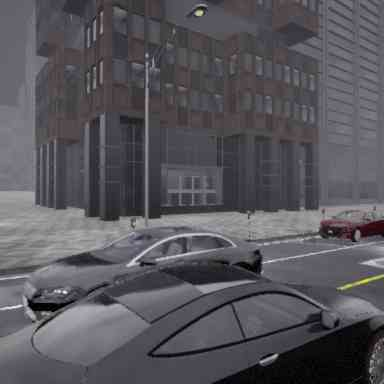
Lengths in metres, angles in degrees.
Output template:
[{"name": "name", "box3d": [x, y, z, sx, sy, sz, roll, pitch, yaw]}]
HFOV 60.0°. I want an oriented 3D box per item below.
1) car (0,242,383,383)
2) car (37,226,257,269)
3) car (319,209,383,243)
[{"name": "car", "box3d": [0.335, 1.526, 3.549, 4.674, 1.442, 1.812, 0, 0, -35]}, {"name": "car", "box3d": [-0.680, 1.492, 6.754, 4.902, 1.511, 2.128, 0, 0, -35]}, {"name": "car", "box3d": [8.040, 1.546, 16.247, 4.507, 1.381, 1.887, 0, 0, -35]}]
